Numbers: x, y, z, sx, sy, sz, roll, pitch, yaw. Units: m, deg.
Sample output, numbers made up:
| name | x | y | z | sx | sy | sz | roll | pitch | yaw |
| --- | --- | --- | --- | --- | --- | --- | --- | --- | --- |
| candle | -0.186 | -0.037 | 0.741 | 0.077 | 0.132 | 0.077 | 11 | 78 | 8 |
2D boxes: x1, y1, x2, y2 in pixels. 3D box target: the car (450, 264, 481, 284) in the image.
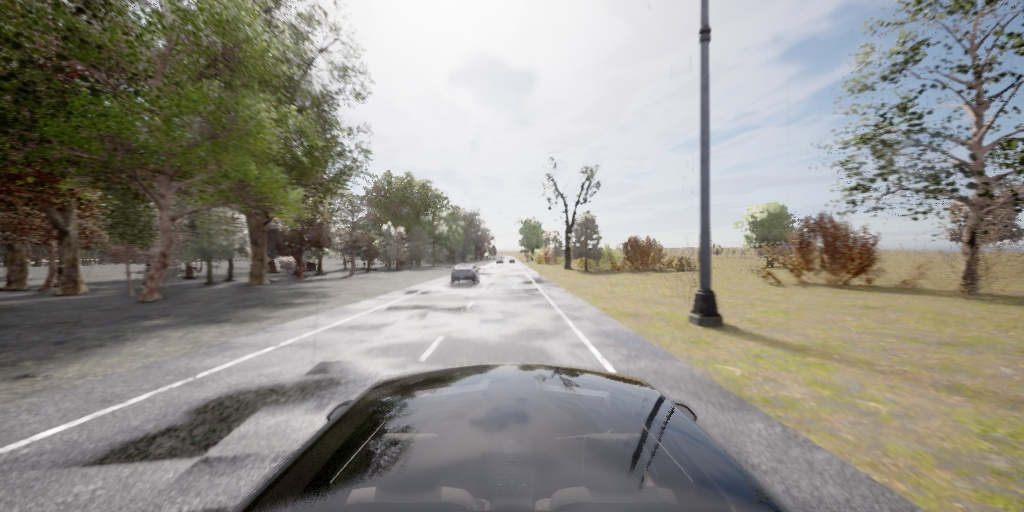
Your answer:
| name | x | y | z | sx | sy | sz | roll | pitch | yaw |
| --- | --- | --- | --- | --- | --- | --- | --- | --- | --- |
| car | -3.501 | 1.318 | 27.554 | 2.128 | 1.511 | 4.902 | 0 | 0 | 0 |
